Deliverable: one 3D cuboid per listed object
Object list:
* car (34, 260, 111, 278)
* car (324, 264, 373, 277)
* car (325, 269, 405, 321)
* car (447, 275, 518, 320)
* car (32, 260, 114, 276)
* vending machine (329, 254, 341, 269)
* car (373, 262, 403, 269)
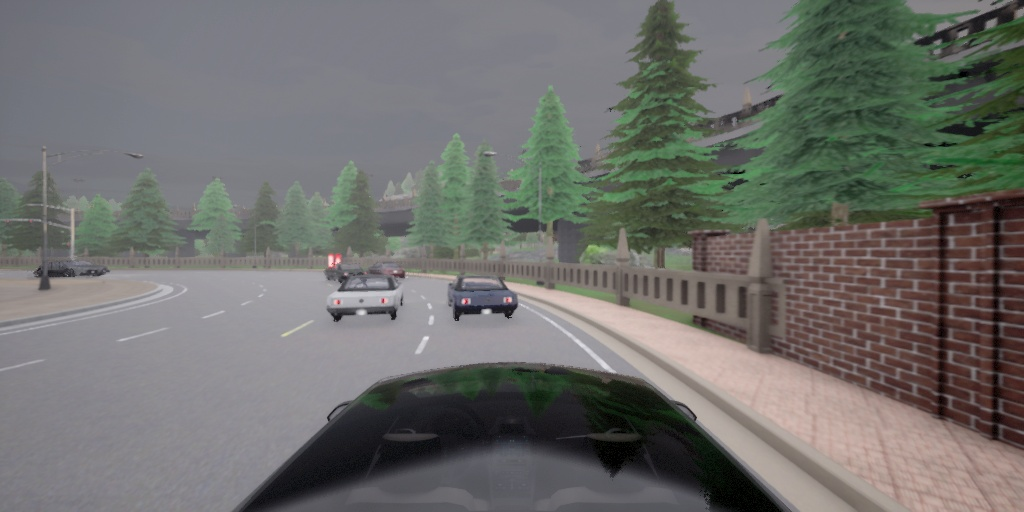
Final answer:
[{"bbox_3d":[-37.084,1.161,30.103,4.181,1.385,1.994,0,0,2],"label":"car"},{"bbox_3d":[-12.086,1.221,26.013,1.895,1.301,4.718,0,0,-41],"label":"car"},{"bbox_3d":[-4.749,1.295,12.252,1.895,1.301,4.718,0,0,-14],"label":"car"},{"bbox_3d":[-1.226,1.294,12.414,1.895,1.301,4.718,0,0,-13],"label":"car"},{"bbox_3d":[-41.243,1.125,33.749,5.357,1.411,2.033,0,0,1],"label":"car"},{"bbox_3d":[-20.352,0.735,41.213,0.880,2.100,1.100,0,0,24],"label":"vending machine"},{"bbox_3d":[-10.409,1.167,29.225,1.994,1.385,4.181,0,0,-44],"label":"car"}]
